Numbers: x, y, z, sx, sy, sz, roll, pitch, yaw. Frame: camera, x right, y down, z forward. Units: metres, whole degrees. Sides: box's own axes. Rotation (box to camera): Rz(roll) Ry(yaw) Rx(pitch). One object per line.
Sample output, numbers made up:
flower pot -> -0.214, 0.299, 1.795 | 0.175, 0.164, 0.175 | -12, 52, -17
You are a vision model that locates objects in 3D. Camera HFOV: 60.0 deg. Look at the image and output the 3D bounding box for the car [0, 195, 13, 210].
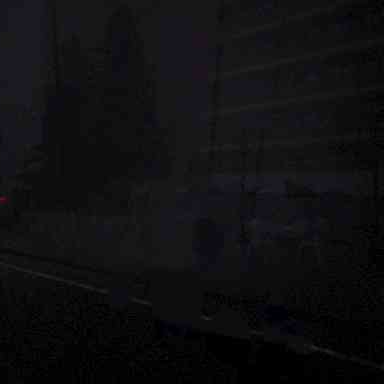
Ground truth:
car -> -21.548, 1.020, 39.262 | 2.150, 2.045, 5.566 | 0, 0, 2
